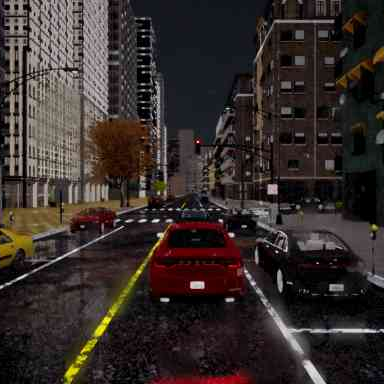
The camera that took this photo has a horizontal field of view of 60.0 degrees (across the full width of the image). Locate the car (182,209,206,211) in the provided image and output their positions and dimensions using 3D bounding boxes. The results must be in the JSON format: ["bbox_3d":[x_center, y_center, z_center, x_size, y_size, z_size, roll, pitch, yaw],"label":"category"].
[{"bbox_3d":[0.110,1.605,18.385,1.895,1.301,4.718,0,0,0],"label":"car"}]

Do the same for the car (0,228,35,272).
[{"bbox_3d":[-5.681,1.526,8.230,1.752,1.417,4.829,0,0,0],"label":"car"}]

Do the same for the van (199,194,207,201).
[{"bbox_3d":[2.796,1.425,84.981,1.690,1.788,3.998,0,0,0],"label":"van"}]

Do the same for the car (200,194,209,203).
[{"bbox_3d":[2.782,1.630,73.934,1.947,1.339,4.313,0,0,0],"label":"car"}]

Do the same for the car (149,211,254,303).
[{"bbox_3d":[0.102,1.478,8.294,1.882,1.535,5.008,0,0,0],"label":"car"}]

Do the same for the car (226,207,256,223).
[{"bbox_3d":[2.713,1.555,19.455,2.008,1.369,4.403,0,0,0],"label":"car"}]

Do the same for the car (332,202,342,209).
[{"bbox_3d":[18.871,1.259,38.895,4.829,1.417,1.752,-1,1,0],"label":"car"}]

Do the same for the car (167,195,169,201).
[{"bbox_3d":[-5.619,1.607,57.377,1.947,1.339,4.313,0,0,0],"label":"car"}]

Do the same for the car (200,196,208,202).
[{"bbox_3d":[2.789,1.599,79.627,1.752,1.417,4.829,0,0,0],"label":"car"}]

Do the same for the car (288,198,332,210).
[{"bbox_3d":[13.475,1.359,38.848,4.403,1.369,2.008,-1,1,0],"label":"car"}]

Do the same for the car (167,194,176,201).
[{"bbox_3d":[-5.578,1.410,90.514,2.192,1.841,5.009,0,0,0],"label":"car"}]

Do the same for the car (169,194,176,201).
[{"bbox_3d":[-5.585,1.650,84.992,1.947,1.339,4.313,0,0,0],"label":"car"}]

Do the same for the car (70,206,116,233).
[{"bbox_3d":[-5.667,1.549,19.466,1.887,1.381,4.507,0,0,0],"label":"car"}]

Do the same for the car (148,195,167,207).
[{"bbox_3d":[-5.627,1.349,51.854,2.192,1.841,5.009,0,0,0],"label":"car"}]

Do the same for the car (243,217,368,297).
[{"bbox_3d":[2.700,1.552,8.389,2.008,1.369,4.403,0,0,0],"label":"car"}]
